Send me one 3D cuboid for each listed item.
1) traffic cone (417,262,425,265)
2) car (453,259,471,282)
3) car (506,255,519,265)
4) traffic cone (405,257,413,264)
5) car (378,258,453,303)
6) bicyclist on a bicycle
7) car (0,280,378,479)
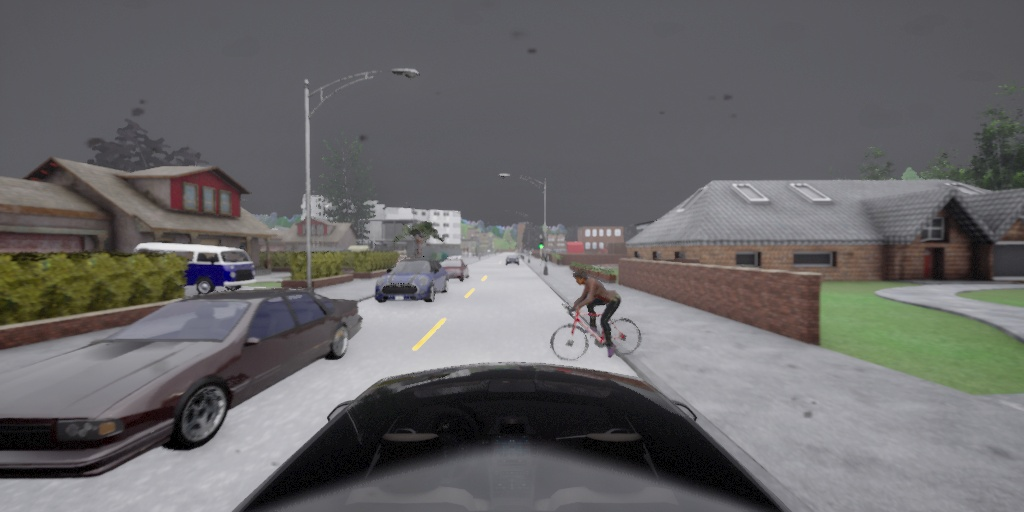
[{"bbox_3d":[-14.420,0.748,56.615,0.344,0.586,0.344,0,0,0],"label":"traffic cone"},{"bbox_3d":[-4.012,0.938,24.471,1.812,1.442,4.674,0,1,0],"label":"car"},{"bbox_3d":[0.073,0.566,50.298,1.895,1.301,4.718,0,1,0],"label":"car"},{"bbox_3d":[-15.779,0.758,55.004,0.344,0.586,0.344,0,0,0],"label":"traffic cone"},{"bbox_3d":[-4.088,0.898,15.260,2.097,1.767,4.553,0,1,0],"label":"car"},{"bbox_3d":[1.471,1.060,6.474,1.656,1.620,0.582,-6,1,0],"label":"bicyclist on a bicycle"},{"bbox_3d":[-4.099,1.253,5.397,2.033,1.411,5.357,0,1,0],"label":"car"}]
